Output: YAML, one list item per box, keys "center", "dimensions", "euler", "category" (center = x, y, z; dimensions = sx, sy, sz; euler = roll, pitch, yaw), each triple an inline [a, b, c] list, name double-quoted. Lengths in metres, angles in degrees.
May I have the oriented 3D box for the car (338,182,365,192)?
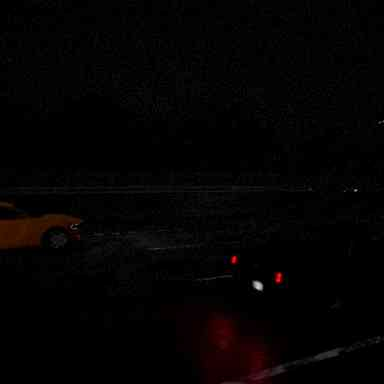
- center: [21.787, -0.165, 43.075]
  dimensions: [4.553, 1.767, 2.097]
  euler: [-1, 3, -25]
  category: "car"

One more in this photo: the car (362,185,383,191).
- center: [22.966, 0.188, 39.778]
  dimensions: [4.181, 1.385, 1.994]
  euler: [-1, 2, -25]
  category: "car"

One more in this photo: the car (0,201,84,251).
- center: [-5.961, 1.027, 10.240]
  dimensions: [5.008, 1.535, 1.882]
  euler: [-1, 3, -26]
  category: "car"

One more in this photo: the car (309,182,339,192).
- center: [18.592, -0.413, 45.413]
  dimensions: [5.566, 2.045, 2.150]
  euler: [-1, 2, -25]
  category: "car"

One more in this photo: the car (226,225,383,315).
- center: [3.168, 1.358, 6.884]
  dimensions: [4.718, 1.301, 1.895]
  euler: [-1, 3, -26]
  category: "car"
